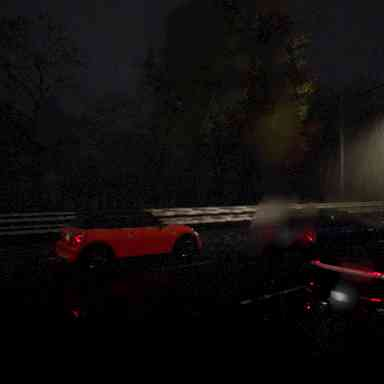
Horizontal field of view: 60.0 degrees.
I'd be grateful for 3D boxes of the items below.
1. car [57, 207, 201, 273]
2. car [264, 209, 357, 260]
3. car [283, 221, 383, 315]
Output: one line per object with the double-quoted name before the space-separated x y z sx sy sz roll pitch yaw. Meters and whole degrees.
"car" -1.906 1.356 10.984 4.553 1.767 2.097 0 0 -35
"car" 4.596 1.363 11.323 4.553 1.767 2.097 0 0 -36
"car" 4.395 1.501 6.879 4.902 1.511 2.128 0 0 -36
